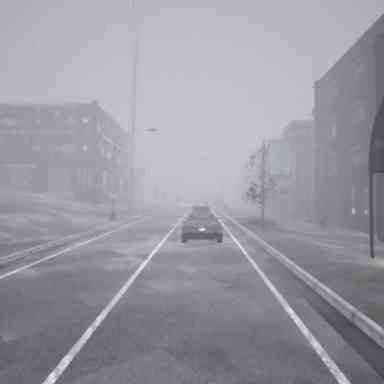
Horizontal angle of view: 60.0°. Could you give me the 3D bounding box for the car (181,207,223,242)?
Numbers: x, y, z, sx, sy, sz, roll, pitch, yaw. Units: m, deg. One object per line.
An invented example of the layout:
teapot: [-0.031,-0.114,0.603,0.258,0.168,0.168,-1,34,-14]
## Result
car: [0.511,1.689,17.036,1.994,1.385,4.181,0,-1,1]

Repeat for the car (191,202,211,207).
car: [0.962,1.830,34.935,1.882,1.535,5.008,0,-1,1]
